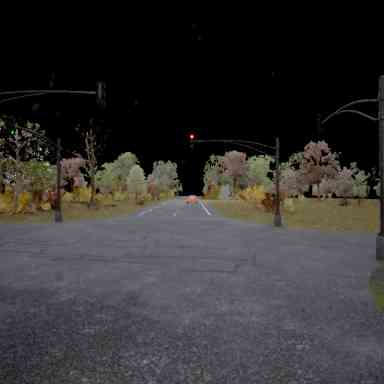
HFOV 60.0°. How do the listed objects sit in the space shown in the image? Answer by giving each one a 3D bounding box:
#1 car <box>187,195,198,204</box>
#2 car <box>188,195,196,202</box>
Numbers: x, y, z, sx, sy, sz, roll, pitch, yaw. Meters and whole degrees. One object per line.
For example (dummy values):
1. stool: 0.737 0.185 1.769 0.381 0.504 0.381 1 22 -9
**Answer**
1. car: 0.060 1.425 68.025 2.097 1.767 4.553 0 0 0
2. car: 0.068 1.451 78.060 1.812 1.442 4.674 0 0 0
